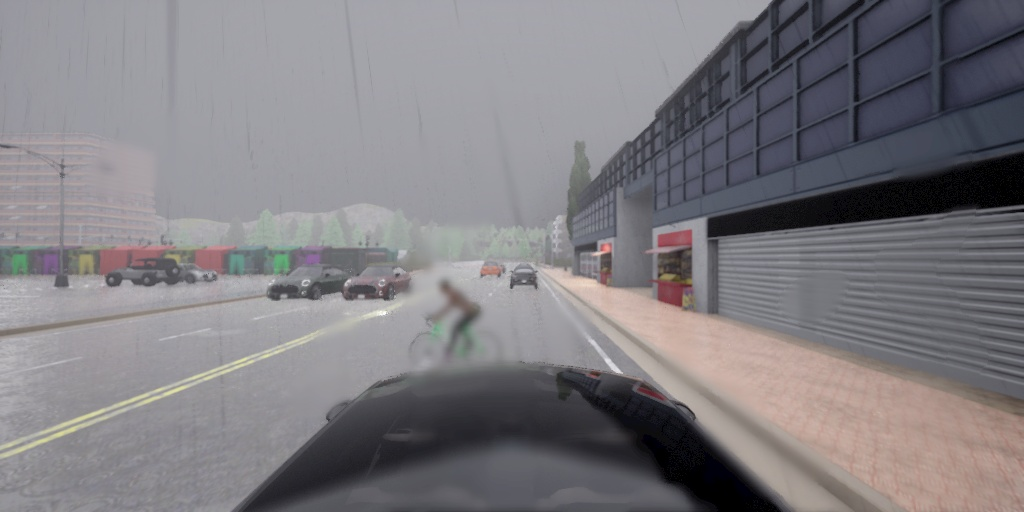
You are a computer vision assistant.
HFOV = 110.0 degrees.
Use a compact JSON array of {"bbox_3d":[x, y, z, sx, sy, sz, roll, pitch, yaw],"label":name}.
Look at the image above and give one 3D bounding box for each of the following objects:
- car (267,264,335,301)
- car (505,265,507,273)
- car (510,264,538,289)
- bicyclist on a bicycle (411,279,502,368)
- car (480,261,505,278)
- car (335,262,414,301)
[{"bbox_3d":[-10.058,1.219,18.185,2.097,1.767,4.553,0,0,2],"label":"car"},{"bbox_3d":[-1.863,1.632,49.331,1.812,1.442,4.674,0,0,2],"label":"car"},{"bbox_3d":[0.845,1.452,25.202,1.812,1.442,4.674,0,0,2],"label":"car"},{"bbox_3d":[-1.012,1.237,6.379,1.656,1.620,0.582,-2,-1,2],"label":"bicyclist on a bicycle"},{"bbox_3d":[-2.196,1.382,39.163,2.097,1.767,4.553,0,0,2],"label":"car"},{"bbox_3d":[-6.560,1.220,18.072,2.097,1.767,4.553,0,0,2],"label":"car"}]
